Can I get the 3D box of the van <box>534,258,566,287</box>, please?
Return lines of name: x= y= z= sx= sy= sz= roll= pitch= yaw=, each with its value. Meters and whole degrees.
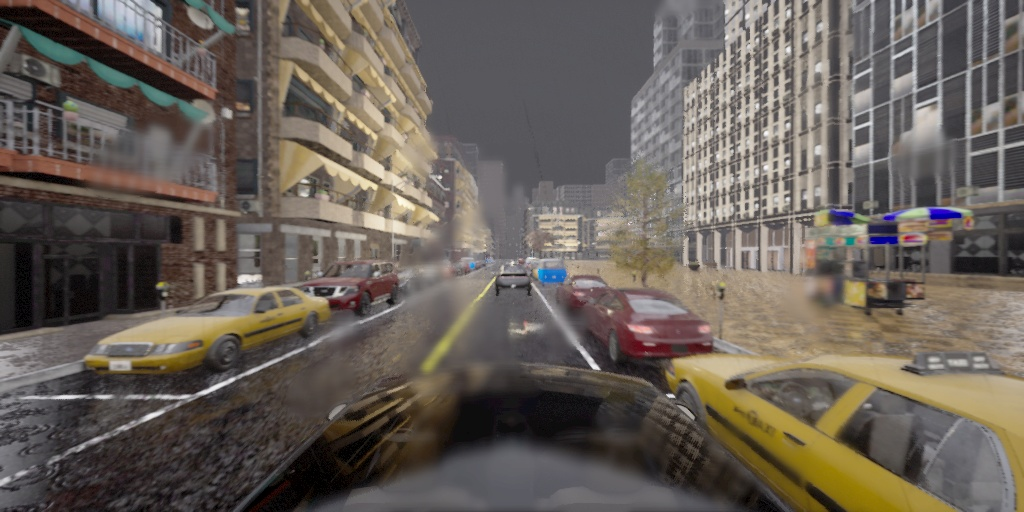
van: x=2.647 y=1.093 z=24.390 sx=1.690 sy=1.789 sz=3.998 roll=0 pitch=0 yaw=0

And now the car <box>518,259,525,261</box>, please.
car: x=0.025 y=1.254 z=39.181 sx=2.128 sy=1.511 sz=4.902 roll=0 pitch=0 yaw=0

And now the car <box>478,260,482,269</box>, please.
car: x=-5.787 y=1.360 z=52.007 sx=1.802 sy=1.307 sz=4.207 roll=0 pitch=0 yaw=0

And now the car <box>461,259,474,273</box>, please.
car: x=-5.765 y=1.312 z=40.954 sx=1.888 sy=1.381 sz=4.507 roll=0 pitch=0 yaw=0

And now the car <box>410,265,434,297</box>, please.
car: x=-5.722 y=1.304 z=18.849 sx=2.007 sy=1.370 sz=4.403 roll=0 pitch=0 yaw=0

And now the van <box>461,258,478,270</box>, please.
van: x=-5.776 y=1.113 z=46.481 sx=1.690 sy=1.789 sz=3.998 roll=0 pitch=0 yaw=0

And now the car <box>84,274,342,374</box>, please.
car: x=-5.702 y=1.278 z=7.626 sx=1.751 sy=1.417 sz=4.829 roll=0 pitch=0 yaw=0

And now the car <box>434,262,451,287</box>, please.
car: x=-5.733 y=1.306 z=24.375 sx=2.007 sy=1.370 sz=4.403 roll=0 pitch=0 yaw=0

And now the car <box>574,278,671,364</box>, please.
car: x=2.678 y=1.331 z=7.811 sx=1.802 sy=1.307 sz=4.207 roll=0 pitch=0 yaw=0

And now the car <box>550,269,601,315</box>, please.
car: x=2.668 y=1.331 z=13.337 sx=1.802 sy=1.307 sz=4.207 roll=0 pitch=0 yaw=0

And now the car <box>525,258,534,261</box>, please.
car: x=2.615 y=1.203 z=40.970 sx=1.967 sy=1.591 sz=4.097 roll=0 pitch=0 yaw=0

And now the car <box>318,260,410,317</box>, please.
car: x=-5.713 y=1.068 z=13.322 sx=2.192 sy=1.841 sz=5.009 roll=0 pitch=0 yaw=0

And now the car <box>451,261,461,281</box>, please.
car: x=-5.744 y=1.198 z=29.900 sx=1.967 sy=1.591 sz=4.097 roll=0 pitch=0 yaw=0

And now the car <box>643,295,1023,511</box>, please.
car: x=2.689 y=1.274 z=2.454 sx=1.751 sy=1.417 sz=4.829 roll=0 pitch=0 yaw=0

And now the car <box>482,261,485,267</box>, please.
car: x=-5.797 y=1.366 z=57.533 sx=1.802 sy=1.307 sz=4.207 roll=0 pitch=0 yaw=0

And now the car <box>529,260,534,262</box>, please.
car: x=2.636 y=1.280 z=30.086 sx=1.751 sy=1.417 sz=4.829 roll=0 pitch=0 yaw=0

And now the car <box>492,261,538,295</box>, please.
car: x=0.059 y=1.243 z=19.539 sx=2.128 sy=1.511 sz=4.902 roll=0 pitch=0 yaw=0

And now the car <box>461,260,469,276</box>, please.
car: x=-5.754 y=1.328 z=35.428 sx=1.948 sy=1.339 sz=4.313 roll=0 pitch=0 yaw=0
